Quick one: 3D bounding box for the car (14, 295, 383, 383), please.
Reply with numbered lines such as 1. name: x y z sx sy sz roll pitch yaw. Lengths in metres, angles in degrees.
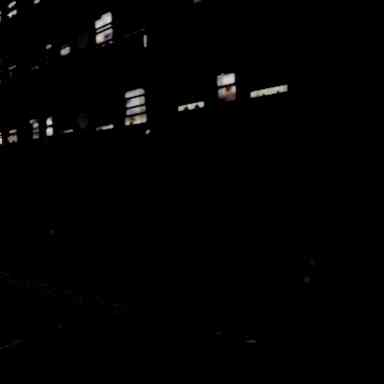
1. car: 0.361 1.569 2.623 4.313 1.339 1.947 0 0 36
